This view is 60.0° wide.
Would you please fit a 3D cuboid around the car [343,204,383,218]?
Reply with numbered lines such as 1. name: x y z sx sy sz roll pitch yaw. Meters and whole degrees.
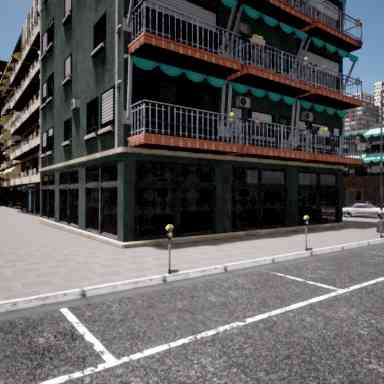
1. car: 16.787 1.791 31.906 1.895 1.301 4.718 0 -1 -36
